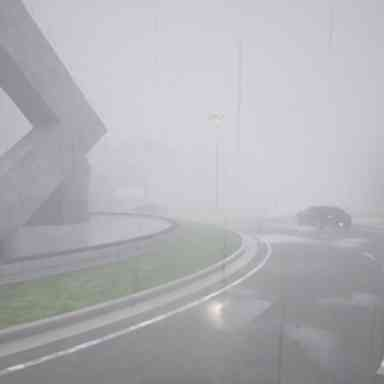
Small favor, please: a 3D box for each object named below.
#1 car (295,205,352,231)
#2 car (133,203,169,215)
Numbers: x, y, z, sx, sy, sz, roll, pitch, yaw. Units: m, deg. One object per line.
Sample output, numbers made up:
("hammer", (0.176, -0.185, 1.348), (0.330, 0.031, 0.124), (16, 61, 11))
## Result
("car", (8.348, 1.626, 21.590), (1.837, 1.490, 4.892), (0, -1, -6))
("car", (-4.791, 1.924, 39.080), (4.181, 1.385, 1.994), (-1, -1, 26))
